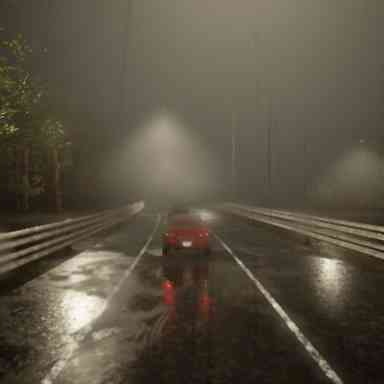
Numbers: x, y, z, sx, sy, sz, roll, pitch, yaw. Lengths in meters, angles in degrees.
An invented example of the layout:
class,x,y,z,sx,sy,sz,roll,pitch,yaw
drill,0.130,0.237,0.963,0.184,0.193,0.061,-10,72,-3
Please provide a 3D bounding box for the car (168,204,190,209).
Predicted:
class,x,y,z,sx,sy,sz,roll,pitch,yaw
car,-1.135,1.805,29.037,1.812,1.442,4.674,0,0,-4

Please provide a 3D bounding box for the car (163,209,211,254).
class,x,y,z,sx,sy,sz,roll,pitch,yaw
car,-0.246,1.664,13.985,1.812,1.442,4.674,0,0,-2
